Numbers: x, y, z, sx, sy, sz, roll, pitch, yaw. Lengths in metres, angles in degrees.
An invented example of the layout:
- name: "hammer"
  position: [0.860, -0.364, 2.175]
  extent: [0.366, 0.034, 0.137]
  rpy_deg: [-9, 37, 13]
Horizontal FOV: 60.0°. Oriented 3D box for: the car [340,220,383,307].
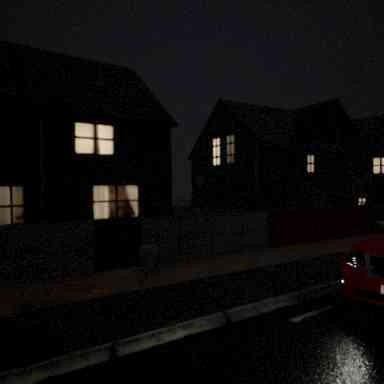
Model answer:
- name: "car"
  position: [5.372, 1.176, 6.712]
  extent: [5.566, 2.045, 2.150]
  rpy_deg: [0, 0, -34]
